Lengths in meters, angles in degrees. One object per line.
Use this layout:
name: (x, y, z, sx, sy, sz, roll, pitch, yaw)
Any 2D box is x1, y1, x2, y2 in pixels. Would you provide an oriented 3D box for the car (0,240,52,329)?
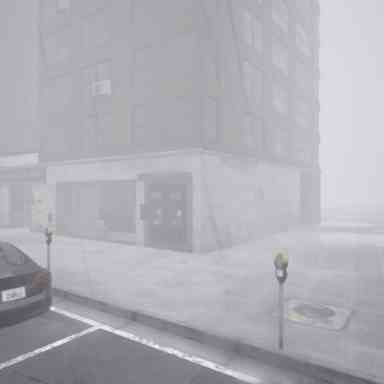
car: (-4.349, 1.565, 6.188, 4.313, 1.339, 1.947, 0, 0, 36)
